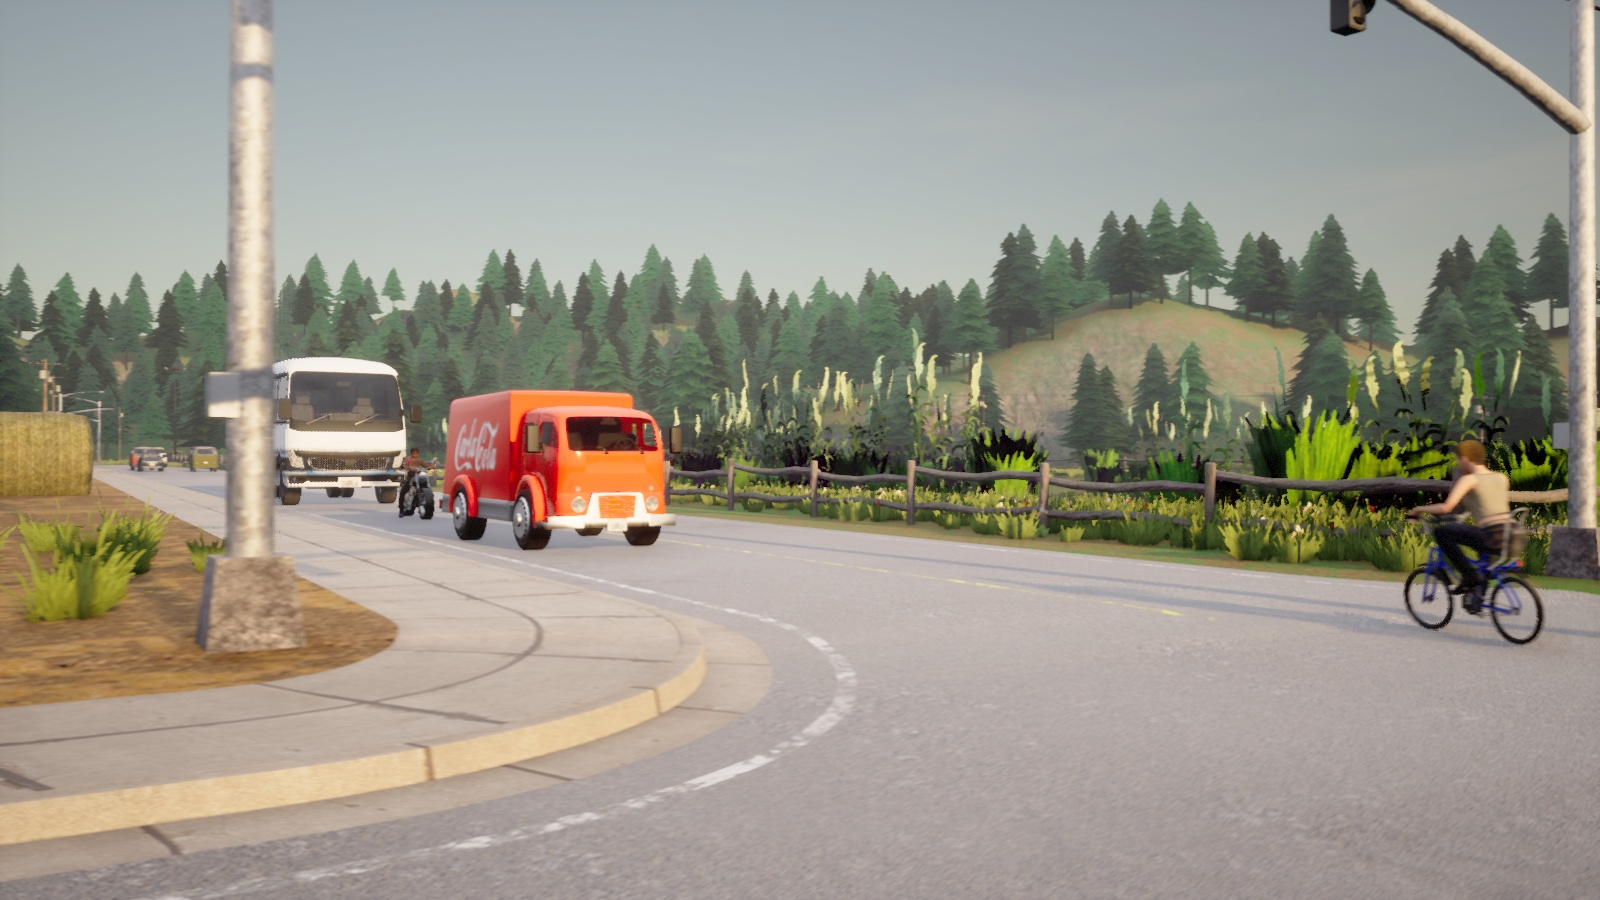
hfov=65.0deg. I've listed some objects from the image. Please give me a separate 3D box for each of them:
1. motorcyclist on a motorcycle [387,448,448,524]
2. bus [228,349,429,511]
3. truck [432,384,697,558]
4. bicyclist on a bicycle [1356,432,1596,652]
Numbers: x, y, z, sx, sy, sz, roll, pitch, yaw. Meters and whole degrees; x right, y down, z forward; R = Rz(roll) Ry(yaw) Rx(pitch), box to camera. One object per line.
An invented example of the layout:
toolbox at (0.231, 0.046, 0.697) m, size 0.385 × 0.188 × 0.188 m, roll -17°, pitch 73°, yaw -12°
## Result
motorcyclist on a motorcycle at (-8.658, 0.780, 28.363) m, size 0.766 × 1.649 × 2.350 m, roll 0°, pitch 0°, yaw -31°
bus at (-14.672, -0.497, 38.360) m, size 3.944 × 4.253 × 10.273 m, roll 0°, pitch 0°, yaw -31°
truck at (-4.034, 0.304, 20.670) m, size 2.627 × 2.467 × 5.204 m, roll 0°, pitch 0°, yaw -31°
bicyclist on a bicycle at (5.461, 0.705, 10.262) m, size 0.866 × 1.612 × 1.509 m, roll -3°, pitch -1°, yaw -13°
